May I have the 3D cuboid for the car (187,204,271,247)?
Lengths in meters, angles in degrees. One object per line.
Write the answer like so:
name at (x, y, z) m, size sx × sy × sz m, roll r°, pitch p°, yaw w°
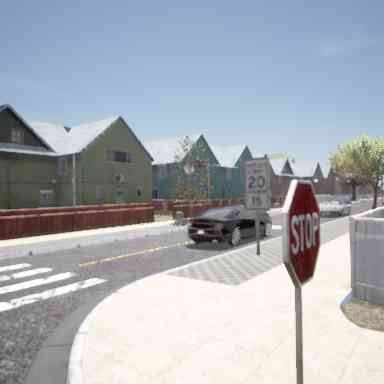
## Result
car at (1.801, 1.366, 14.589) m, size 1.882 × 1.535 × 5.008 m, roll -2°, pitch -1°, yaw 37°

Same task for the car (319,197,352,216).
car at (12.361, 1.355, 28.721) m, size 1.895 × 1.301 × 4.718 m, roll -2°, pitch -1°, yaw 37°

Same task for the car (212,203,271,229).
car at (3.306, 1.472, 21.527) m, size 1.994 × 1.385 × 4.181 m, roll -2°, pitch -1°, yaw 37°
